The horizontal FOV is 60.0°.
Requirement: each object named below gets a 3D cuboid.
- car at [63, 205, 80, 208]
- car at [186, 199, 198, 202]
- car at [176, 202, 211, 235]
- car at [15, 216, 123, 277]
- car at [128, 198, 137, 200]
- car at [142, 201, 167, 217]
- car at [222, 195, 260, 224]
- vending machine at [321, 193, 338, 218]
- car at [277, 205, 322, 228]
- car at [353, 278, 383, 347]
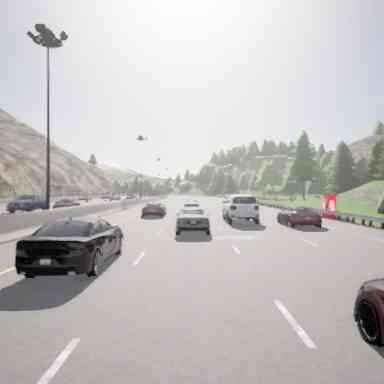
[{"bbox_3d":[-14.181,1.509,37.609,1.837,1.490,4.892,0,0,0],"label":"car"},{"bbox_3d":[0.009,1.538,38.065,2.033,1.411,5.357,0,0,0],"label":"car"},{"bbox_3d":[0.058,1.542,18.872,2.033,1.411,5.357,0,0,0],"label":"car"},{"bbox_3d":[-3.426,1.478,10.232,1.882,1.535,5.008,0,0,0],"label":"car"},{"bbox_3d":[-14.189,1.241,77.530,2.097,1.767,4.553,0,0,0],"label":"car"},{"bbox_3d":[-3.473,1.559,30.986,1.994,1.385,4.181,0,0,0],"label":"car"},{"bbox_3d":[3.543,1.212,24.669,2.150,2.045,5.566,0,0,0],"label":"car"},{"bbox_3d":[11.932,1.178,28.901,1.100,2.100,0.880,0,0,0],"label":"vending machine"},{"bbox_3d":[7.049,1.552,22.205,1.994,1.385,4.181,0,0,0],"label":"car"},{"bbox_3d":[3.571,1.560,3.658,1.994,1.385,4.181,0,0,0],"label":"car"}]
